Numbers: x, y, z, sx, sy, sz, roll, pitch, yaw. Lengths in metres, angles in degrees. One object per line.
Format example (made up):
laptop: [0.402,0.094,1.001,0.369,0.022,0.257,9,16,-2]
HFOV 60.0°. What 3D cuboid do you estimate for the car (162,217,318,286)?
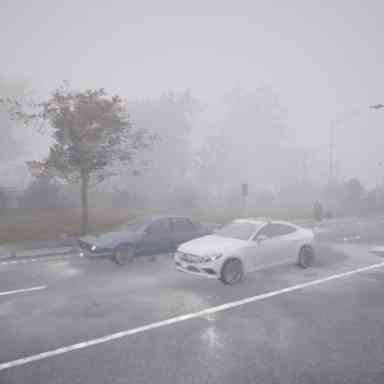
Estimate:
car: [1.711,1.498,9.508,4.674,1.442,1.812,-1,0,-35]

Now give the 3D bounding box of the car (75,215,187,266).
car: [-1.208,1.524,11.726,5.357,1.411,2.033,0,0,-35]
